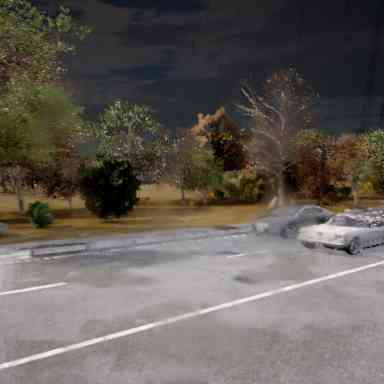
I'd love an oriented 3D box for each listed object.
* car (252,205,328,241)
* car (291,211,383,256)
[{"bbox_3d":[5.031,1.380,16.183,4.902,1.511,2.128,-1,0,-36],"label":"car"},{"bbox_3d":[6.171,1.498,12.698,4.718,1.301,1.895,-1,0,-36],"label":"car"}]
